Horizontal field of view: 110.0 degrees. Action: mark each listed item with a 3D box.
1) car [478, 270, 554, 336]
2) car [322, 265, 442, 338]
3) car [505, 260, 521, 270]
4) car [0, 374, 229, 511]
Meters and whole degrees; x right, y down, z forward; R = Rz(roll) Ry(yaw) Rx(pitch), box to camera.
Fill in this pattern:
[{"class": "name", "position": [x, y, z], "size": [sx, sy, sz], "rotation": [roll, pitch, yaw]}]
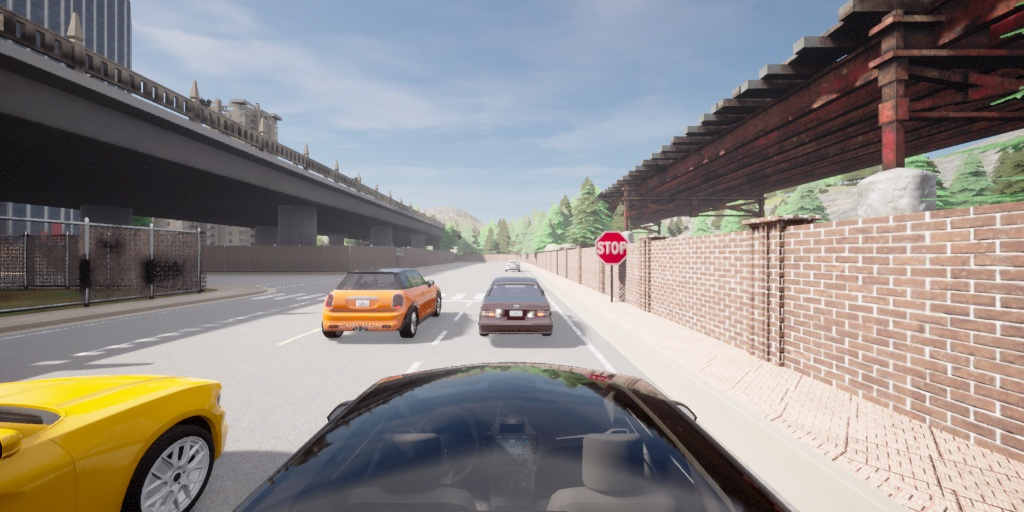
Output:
[{"class": "car", "position": [0.087, 1.297, 10.331], "size": [2.033, 1.411, 5.357], "rotation": [0, 0, 0]}, {"class": "car", "position": [-3.414, 1.102, 10.312], "size": [2.097, 1.767, 4.553], "rotation": [0, 0, 0]}, {"class": "car", "position": [0.110, 1.276, 46.214], "size": [1.812, 1.442, 4.674], "rotation": [0, 0, -1]}, {"class": "car", "position": [-3.397, 1.228, 1.054], "size": [1.882, 1.535, 5.008], "rotation": [0, 0, 0]}]
